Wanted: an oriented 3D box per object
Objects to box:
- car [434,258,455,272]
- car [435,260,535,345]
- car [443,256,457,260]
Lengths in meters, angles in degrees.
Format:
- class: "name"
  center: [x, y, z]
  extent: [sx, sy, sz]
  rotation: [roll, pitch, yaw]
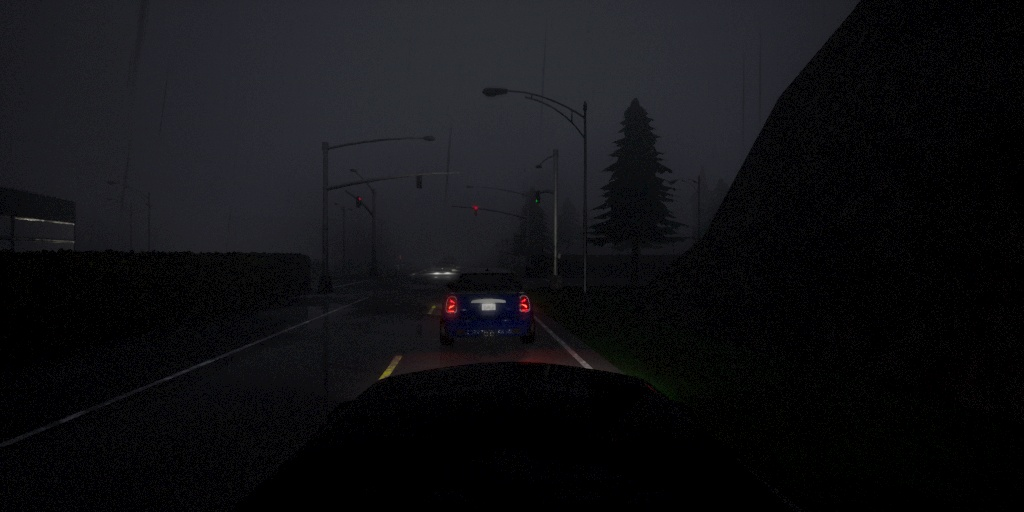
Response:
- class: "car"
  center: [-8.553, 1.314, 44.818]
  extent: [1.994, 1.385, 4.181]
  rotation: [0, 0, -7]
- class: "car"
  center: [-0.730, 1.102, 9.739]
  extent: [2.097, 1.767, 4.553]
  rotation: [0, 0, -6]
- class: "car"
  center: [-9.801, 0.971, 55.459]
  extent: [2.150, 2.045, 5.566]
  rotation: [0, 0, -7]
